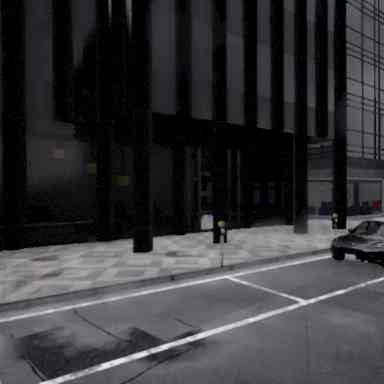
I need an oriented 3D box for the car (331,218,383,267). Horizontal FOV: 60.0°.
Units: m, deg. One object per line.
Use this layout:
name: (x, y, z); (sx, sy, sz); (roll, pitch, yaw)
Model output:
car: (6.492, 1.567, 11.166); (4.313, 1.339, 1.947); (0, 0, -35)
